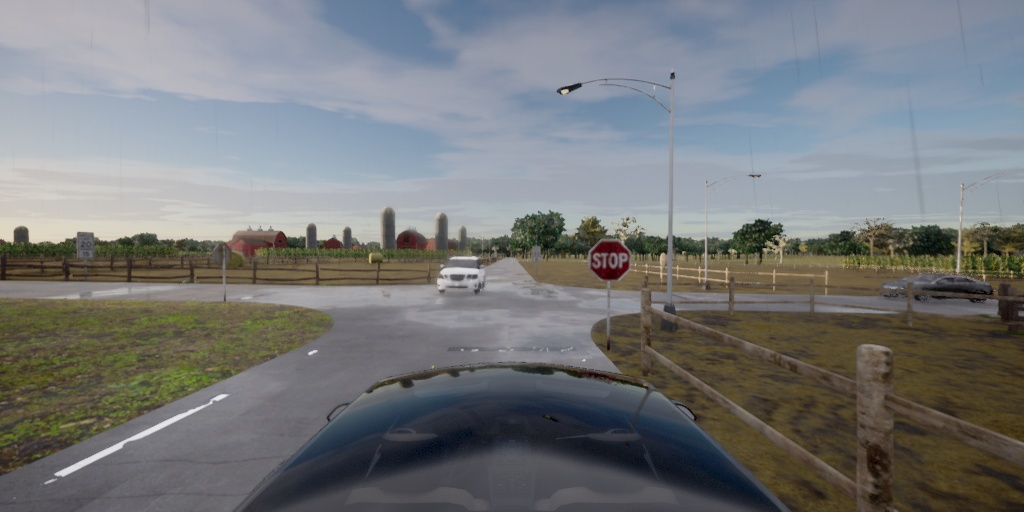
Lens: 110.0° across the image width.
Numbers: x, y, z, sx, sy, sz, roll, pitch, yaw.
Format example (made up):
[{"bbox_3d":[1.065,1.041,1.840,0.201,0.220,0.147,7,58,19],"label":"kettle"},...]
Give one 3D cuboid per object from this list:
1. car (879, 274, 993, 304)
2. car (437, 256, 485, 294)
[{"bbox_3d":[23.047,1.726,19.610,4.902,1.511,2.128,1,1,0],"label":"car"},{"bbox_3d":[-2.735,1.050,20.546,2.150,2.045,5.566,1,0,0],"label":"car"}]
